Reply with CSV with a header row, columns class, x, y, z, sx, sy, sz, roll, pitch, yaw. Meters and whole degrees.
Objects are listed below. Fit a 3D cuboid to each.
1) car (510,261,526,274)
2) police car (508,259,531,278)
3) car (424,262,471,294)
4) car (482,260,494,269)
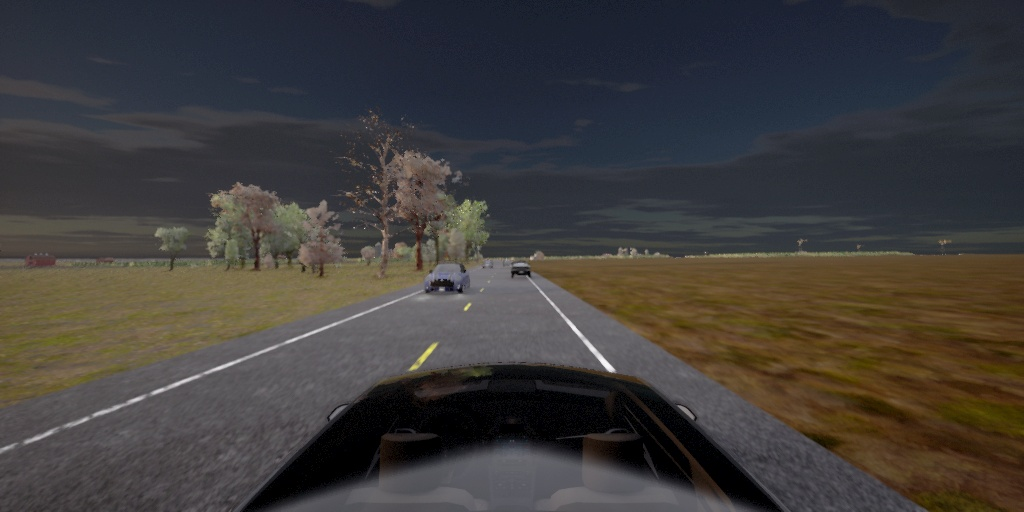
class,x,y,z,sx,sy,sz,roll,pitch,yaw
car,0.720,1.403,45.659,1.837,1.490,4.892,0,0,-1
police car,0.855,1.286,35.760,1.930,1.638,5.238,0,0,-1
car,-3.659,1.165,20.913,2.097,1.767,4.553,0,0,0
car,-4.152,1.464,62.320,2.128,1.511,4.902,0,0,-1
